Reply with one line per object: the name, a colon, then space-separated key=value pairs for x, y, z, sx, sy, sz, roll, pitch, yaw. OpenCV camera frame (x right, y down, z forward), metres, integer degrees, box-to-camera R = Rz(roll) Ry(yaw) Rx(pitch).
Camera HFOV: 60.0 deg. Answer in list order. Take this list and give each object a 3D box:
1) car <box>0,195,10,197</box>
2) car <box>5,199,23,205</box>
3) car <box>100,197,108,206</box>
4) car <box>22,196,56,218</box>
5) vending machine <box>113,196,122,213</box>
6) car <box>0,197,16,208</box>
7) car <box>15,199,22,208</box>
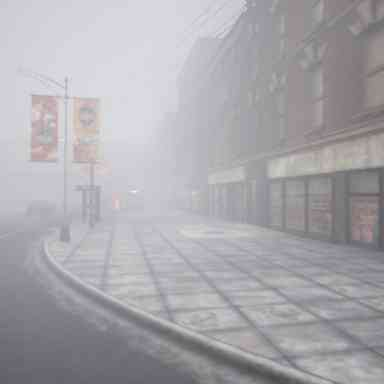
car: x=-34.871 y=1.606 z=61.002 sx=2.435 sy=2.045 sz=5.566 roll=0 pitch=-1 yaw=-12
car: x=-36.451 y=2.031 z=68.224 sx=1.895 sy=1.301 sz=4.718 roll=0 pitch=-1 yaw=-12
car: x=-22.413 y=2.135 z=82.678 sx=2.231 sy=1.521 sz=4.892 roll=0 pitch=-1 yaw=-2
car: x=-15.020 y=1.583 z=33.313 sx=2.097 sy=1.767 sz=4.553 roll=0 pitch=-1 yaw=-12
vending machine: x=-9.297 y=1.536 z=41.375 sx=1.100 sy=2.100 sz=0.880 roll=0 pitch=-1 yaw=-12
car: x=-30.243 y=1.898 z=53.706 sx=1.994 sy=1.385 sz=4.181 roll=0 pitch=-1 yaw=-11
car: x=-26.837 y=1.926 z=54.504 sx=1.994 sy=1.385 sz=4.181 roll=0 pitch=-1 yaw=-11
